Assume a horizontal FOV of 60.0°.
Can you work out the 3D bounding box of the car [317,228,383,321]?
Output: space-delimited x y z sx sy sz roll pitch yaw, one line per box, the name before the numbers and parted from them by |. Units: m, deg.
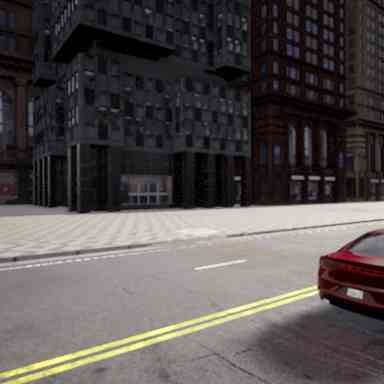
car | 4.607 1.452 6.725 5.008 1.535 1.882 0 0 -35
